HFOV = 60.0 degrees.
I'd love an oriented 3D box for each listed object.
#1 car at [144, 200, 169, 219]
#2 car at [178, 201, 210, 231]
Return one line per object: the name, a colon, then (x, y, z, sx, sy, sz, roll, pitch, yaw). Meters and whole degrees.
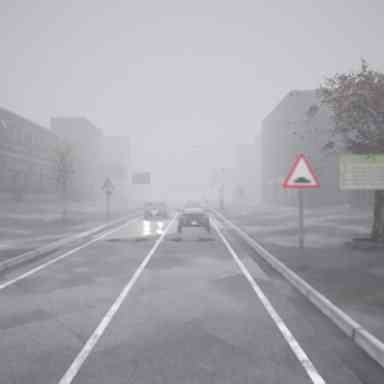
car: (-2.991, 1.467, 28.674, 2.128, 1.511, 4.902, 0, 0, 0)
car: (0.106, 1.505, 20.383, 1.812, 1.442, 4.674, 0, 0, 0)
